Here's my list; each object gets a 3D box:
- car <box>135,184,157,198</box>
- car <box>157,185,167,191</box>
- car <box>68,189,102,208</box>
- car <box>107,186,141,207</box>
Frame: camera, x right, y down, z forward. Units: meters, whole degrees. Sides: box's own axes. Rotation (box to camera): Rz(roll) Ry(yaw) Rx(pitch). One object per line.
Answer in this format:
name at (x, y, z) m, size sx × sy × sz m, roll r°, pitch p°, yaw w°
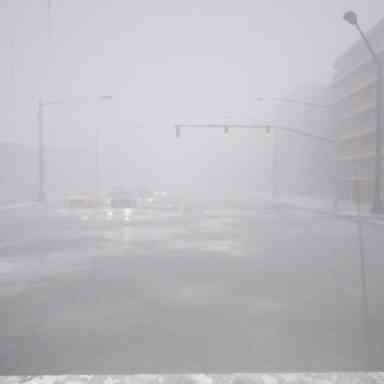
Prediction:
car at (-6.225, -0.021, 44.869) m, size 1.837 × 1.490 × 4.892 m, roll 0°, pitch 3°, yaw 0°
car at (-6.060, -0.800, 65.214) m, size 1.895 × 1.301 × 4.718 m, roll 0°, pitch 2°, yaw 0°
car at (-9.794, 0.546, 30.664) m, size 1.882 × 1.535 × 5.008 m, roll 0°, pitch 2°, yaw 0°
car at (-6.298, 0.555, 30.970) m, size 1.837 × 1.490 × 4.892 m, roll 0°, pitch 3°, yaw 0°
